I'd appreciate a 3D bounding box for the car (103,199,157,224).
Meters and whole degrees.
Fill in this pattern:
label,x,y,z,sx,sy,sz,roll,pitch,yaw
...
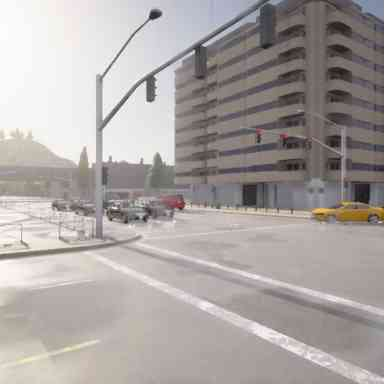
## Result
label,x,y,z,sx,sy,sz,roll,pitch,yaw
car,-5.063,1.547,25.796,2.128,1.511,4.902,0,0,-35

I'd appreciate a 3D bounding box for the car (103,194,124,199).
label,x,y,z,sx,sy,sz,roll,pitch,yaw
car,-9.095,1.277,37.551,2.150,2.045,5.566,0,0,-35

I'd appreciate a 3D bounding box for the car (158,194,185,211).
label,x,y,z,sx,sy,sz,roll,pitch,yaw
car,-3.060,1.277,41.453,2.150,2.045,5.566,0,0,-35

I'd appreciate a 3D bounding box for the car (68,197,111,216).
label,x,y,z,sx,sy,sz,roll,pitch,yaw
car,-10.309,1.547,33.209,2.128,1.511,4.902,0,0,-35

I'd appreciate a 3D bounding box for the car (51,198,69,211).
label,x,y,z,sx,sy,sz,roll,pitch,yaw
car,-16.115,1.547,41.424,2.128,1.511,4.902,0,0,-35

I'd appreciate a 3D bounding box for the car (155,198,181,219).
label,x,y,z,sx,sy,sz,roll,pitch,yaw
car,-3.395,1.547,29.499,2.128,1.511,4.902,0,0,-35

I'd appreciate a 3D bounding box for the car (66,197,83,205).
label,x,y,z,sx,sy,sz,roll,pitch,yaw
car,-22.008,1.619,62.189,1.994,1.385,4.181,0,0,-35

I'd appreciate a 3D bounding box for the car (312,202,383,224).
label,x,y,z,sx,sy,sz,roll,pitch,yaw
car,11.355,1.511,24.331,5.008,1.535,1.882,0,1,-2
